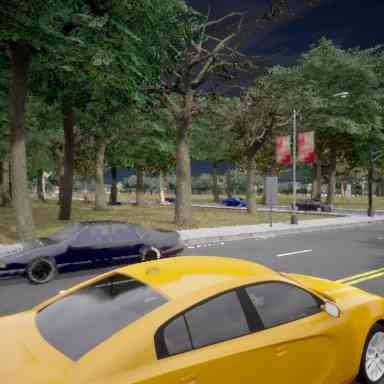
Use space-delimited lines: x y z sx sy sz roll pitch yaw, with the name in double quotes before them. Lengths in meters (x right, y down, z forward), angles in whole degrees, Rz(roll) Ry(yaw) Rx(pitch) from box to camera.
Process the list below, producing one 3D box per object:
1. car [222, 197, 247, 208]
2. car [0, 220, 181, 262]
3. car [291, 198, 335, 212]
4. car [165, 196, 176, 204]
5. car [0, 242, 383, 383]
"car" 6.370 1.452 47.094 1.882 1.535 5.008 0 0 -36
"car" -2.781 1.548 9.691 5.357 1.411 2.033 0 0 -36
"car" 13.440 1.493 37.188 1.837 1.490 4.892 0 0 -35
"car" -3.053 1.457 60.359 2.128 1.511 4.902 0 0 -35
"car" 0.300 1.478 3.657 5.008 1.535 1.882 0 0 -36
